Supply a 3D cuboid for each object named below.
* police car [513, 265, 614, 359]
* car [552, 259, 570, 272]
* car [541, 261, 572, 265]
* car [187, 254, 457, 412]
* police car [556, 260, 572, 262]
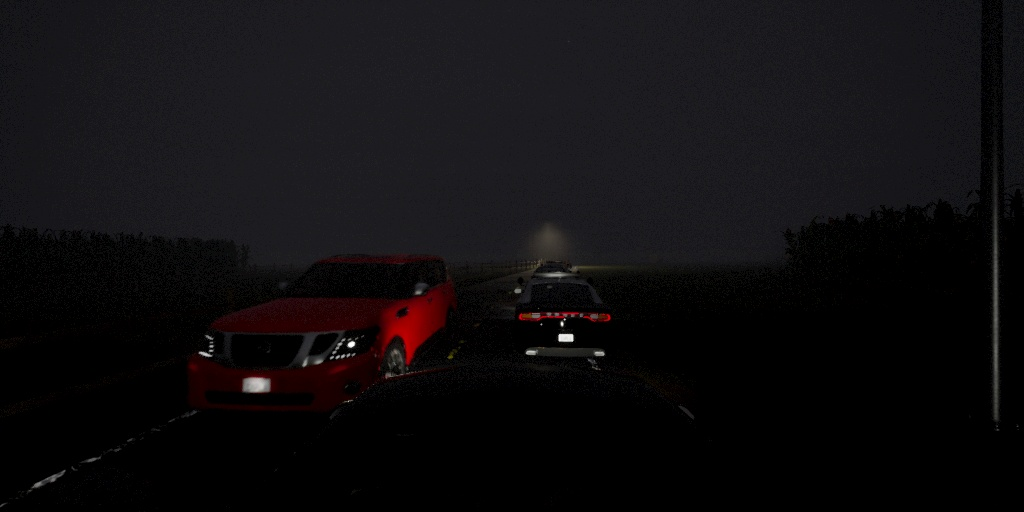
[{"bbox_3d":[1.064,1.173,8.625,1.930,1.638,5.238,0,0,3],"label":"police car"},{"bbox_3d":[6.279,1.187,45.355,1.882,1.535,5.008,0,0,12],"label":"car"},{"bbox_3d":[1.984,1.218,18.319,1.882,1.535,5.008,0,0,7],"label":"car"},{"bbox_3d":[-2.470,0.971,6.438,2.150,2.045,5.566,0,0,3],"label":"car"},{"bbox_3d":[2.878,1.159,24.272,1.930,1.638,5.238,0,0,10],"label":"police car"}]
